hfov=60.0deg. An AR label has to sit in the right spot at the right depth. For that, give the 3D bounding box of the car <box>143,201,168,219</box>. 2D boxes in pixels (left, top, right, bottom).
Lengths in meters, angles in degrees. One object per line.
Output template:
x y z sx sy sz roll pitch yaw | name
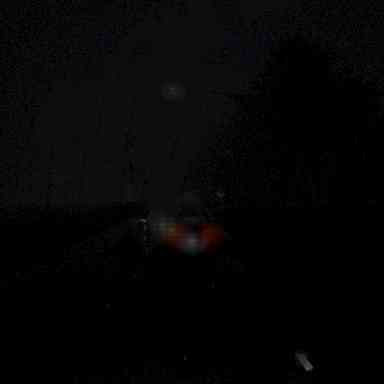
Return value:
-3.097 1.530 29.064 1.812 1.442 4.674 0 0 0 | car

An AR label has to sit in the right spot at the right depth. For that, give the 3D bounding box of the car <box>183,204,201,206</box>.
-0.002 1.605 27.186 1.895 1.301 4.718 0 0 0 | car

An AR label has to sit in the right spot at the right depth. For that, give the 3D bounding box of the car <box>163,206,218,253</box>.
0.032 1.527 13.630 1.812 1.442 4.674 0 0 0 | car

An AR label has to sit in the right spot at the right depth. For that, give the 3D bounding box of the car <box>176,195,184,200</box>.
-3.142 1.433 89.552 2.033 1.411 5.357 0 0 0 | car
